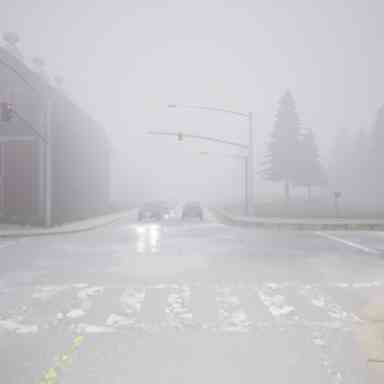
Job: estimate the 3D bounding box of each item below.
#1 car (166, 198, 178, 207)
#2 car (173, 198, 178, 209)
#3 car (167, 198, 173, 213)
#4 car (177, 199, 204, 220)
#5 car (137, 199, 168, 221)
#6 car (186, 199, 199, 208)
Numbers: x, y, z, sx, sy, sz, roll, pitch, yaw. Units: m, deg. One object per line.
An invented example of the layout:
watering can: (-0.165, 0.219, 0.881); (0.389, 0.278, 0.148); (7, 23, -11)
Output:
car: (-3.476, 1.838, 59.414); (1.882, 1.535, 5.008); (0, 0, 0)
car: (-3.531, 1.823, 48.926); (1.812, 1.442, 4.674); (0, 0, 0)
car: (-3.549, 1.740, 38.662); (1.837, 1.490, 4.892); (0, 0, 0)
car: (0.038, 1.674, 30.005); (2.128, 1.511, 4.902); (0, 0, 0)
car: (-3.563, 1.669, 29.190); (2.128, 1.511, 4.902); (0, 0, 0)
car: (0.071, 1.884, 55.470); (2.033, 1.411, 5.357); (0, 0, 0)
